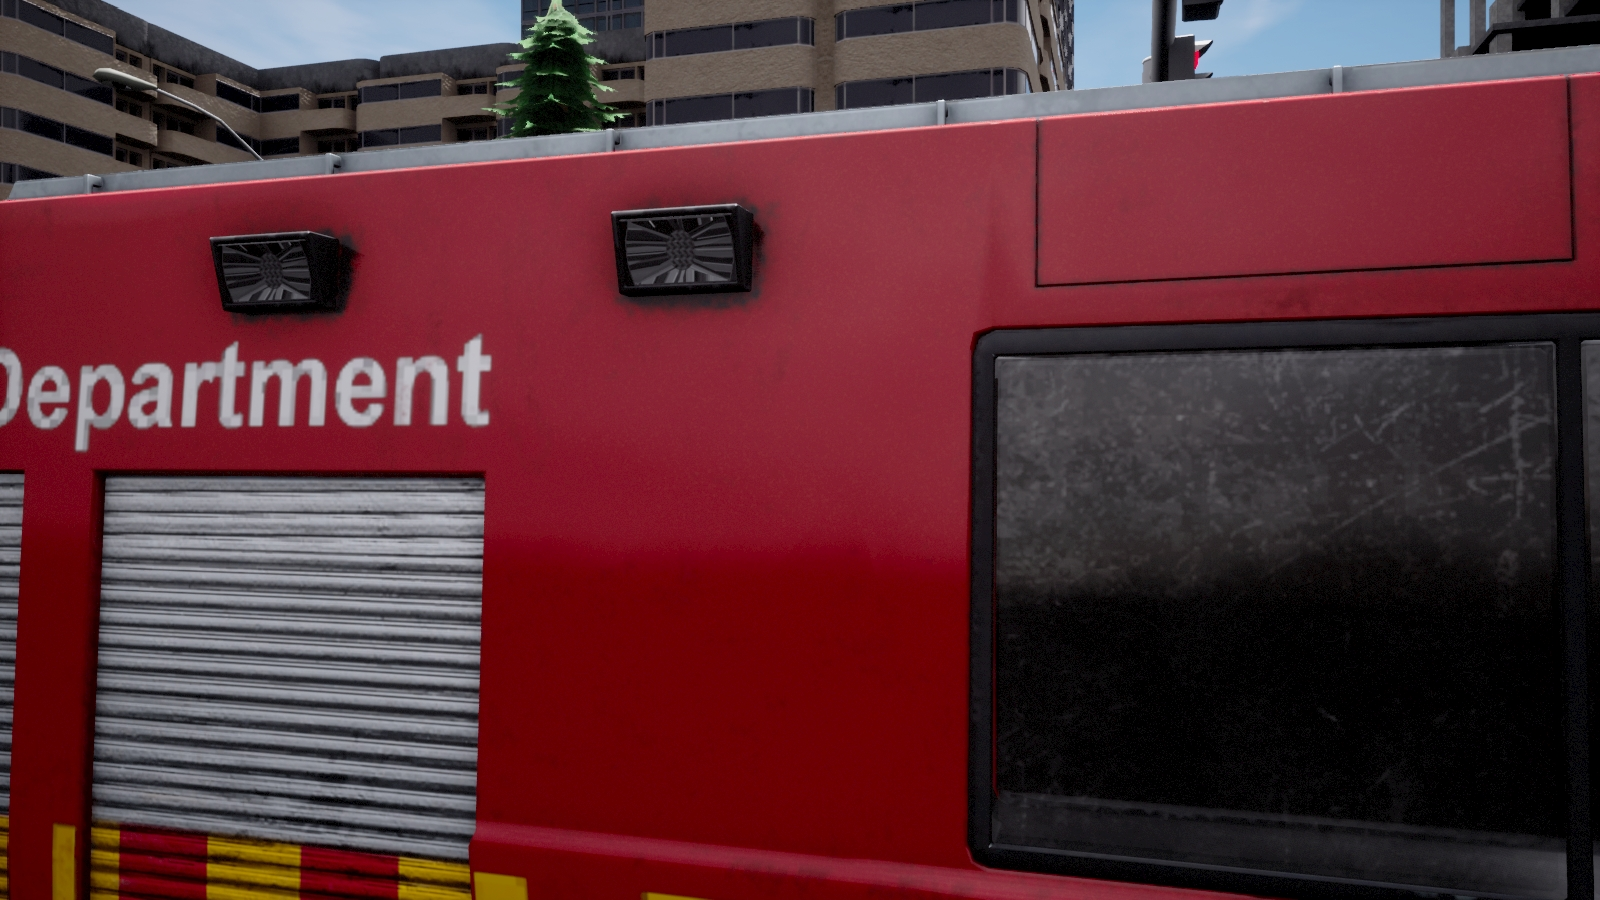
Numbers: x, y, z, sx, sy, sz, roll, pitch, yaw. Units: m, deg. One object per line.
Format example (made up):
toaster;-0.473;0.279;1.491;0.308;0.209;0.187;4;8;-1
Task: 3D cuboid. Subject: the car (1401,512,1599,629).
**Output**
car;12.484;2.037;20.491;2.038;1.542;4.974;0;0;16
